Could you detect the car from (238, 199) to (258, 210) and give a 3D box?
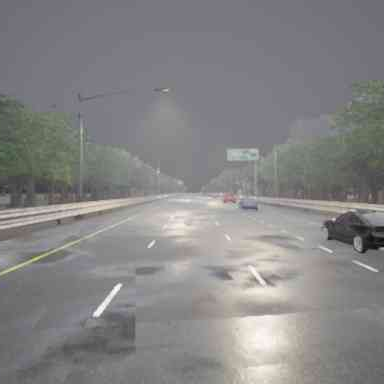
[{"bbox_3d":[7.096,1.568,42.444,1.994,1.385,4.181,0,0,0],"label":"car"}]

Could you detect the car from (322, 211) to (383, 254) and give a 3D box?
[{"bbox_3d":[7.010,1.497,13.604,1.882,1.535,5.008,0,0,0],"label":"car"}]

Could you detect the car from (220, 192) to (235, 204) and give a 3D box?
[{"bbox_3d":[7.225,1.206,65.471,2.150,2.045,5.566,0,0,0],"label":"car"}]
